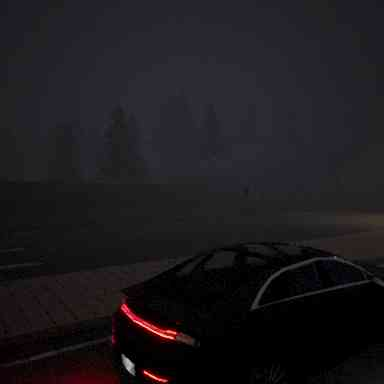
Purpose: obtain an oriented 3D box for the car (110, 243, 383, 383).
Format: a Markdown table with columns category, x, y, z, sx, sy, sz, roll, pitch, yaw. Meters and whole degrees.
| category | x | y | z | sx | sy | sz | roll | pitch | yaw |
| --- | --- | --- | --- | --- | --- | --- | --- | --- | --- |
| car | 1.340 | 1.491 | 4.702 | 4.902 | 1.511 | 2.128 | 0 | 0 | -35 |
